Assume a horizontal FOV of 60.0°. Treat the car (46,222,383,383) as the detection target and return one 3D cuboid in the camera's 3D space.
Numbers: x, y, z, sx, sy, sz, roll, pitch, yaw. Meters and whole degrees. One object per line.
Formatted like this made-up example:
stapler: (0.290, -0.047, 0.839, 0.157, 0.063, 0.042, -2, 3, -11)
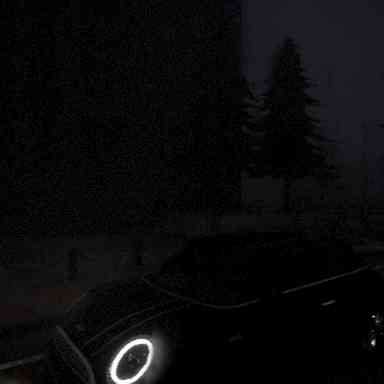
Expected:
car: (0.587, 1.359, 4.396, 4.553, 1.767, 2.097, 0, 0, -35)
